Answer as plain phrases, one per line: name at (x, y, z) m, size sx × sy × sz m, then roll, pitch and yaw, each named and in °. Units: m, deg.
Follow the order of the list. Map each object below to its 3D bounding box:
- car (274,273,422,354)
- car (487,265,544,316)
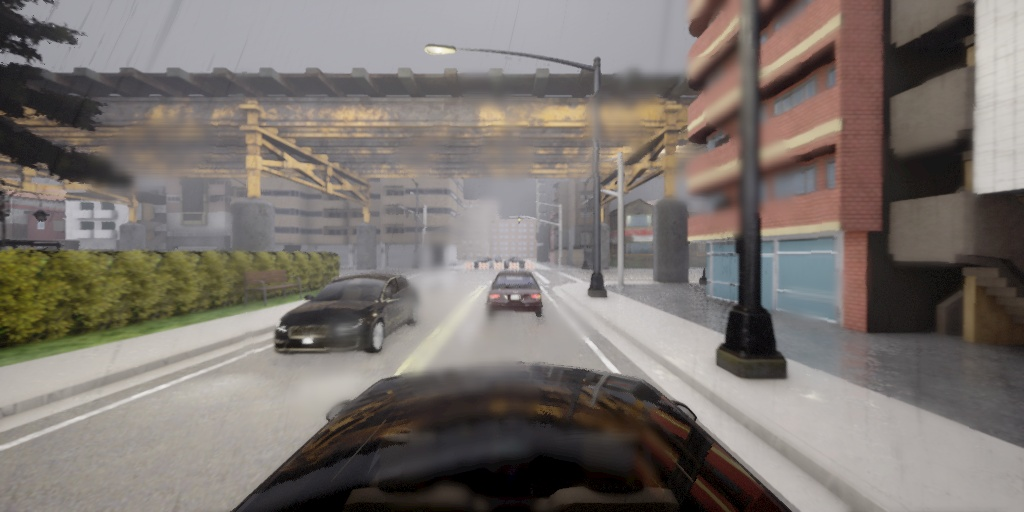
car at (-3.565, 1.214, 8.729) m, size 1.837 × 1.490 × 4.892 m, roll 0°, pitch 1°, yaw 0°
car at (0.103, 1.233, 12.958) m, size 2.033 × 1.411 × 5.357 m, roll 0°, pitch 0°, yaw 0°
